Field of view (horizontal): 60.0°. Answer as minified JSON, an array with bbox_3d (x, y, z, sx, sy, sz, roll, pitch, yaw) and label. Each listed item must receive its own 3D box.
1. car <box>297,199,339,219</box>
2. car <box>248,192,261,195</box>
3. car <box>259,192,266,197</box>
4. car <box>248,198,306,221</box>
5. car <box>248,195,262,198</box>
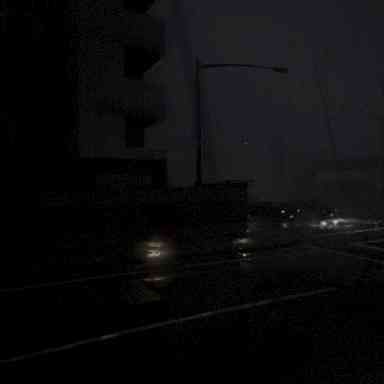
[{"bbox_3d":[9.301,1.307,27.371,2.033,1.411,5.357,-1,1,-26],"label":"car"},{"bbox_3d":[7.433,1.051,48.278,1.895,1.301,4.718,-1,1,-23],"label":"car"},{"bbox_3d":[14.207,0.567,72.532,1.895,1.301,4.718,0,1,42],"label":"car"},{"bbox_3d":[6.173,1.427,25.818,1.895,1.301,4.718,-1,1,-26],"label":"car"},{"bbox_3d":[5.128,1.278,36.015,1.895,1.301,4.718,-1,1,-24],"label":"car"}]
